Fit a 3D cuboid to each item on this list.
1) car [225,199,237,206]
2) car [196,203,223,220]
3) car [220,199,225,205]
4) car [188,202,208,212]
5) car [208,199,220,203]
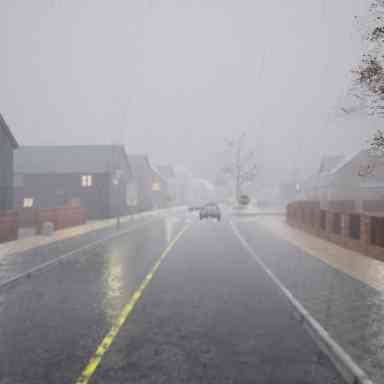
[{"bbox_3d":[9.704,2.417,79.495,1.882,1.535,5.008,0,-1,14],"label":"car"},{"bbox_3d":[1.795,1.976,31.831,1.895,1.301,4.718,0,-1,6],"label":"car"},{"bbox_3d":[6.997,2.372,80.014,1.895,1.301,4.718,0,-1,13],"label":"car"},{"bbox_3d":[0.659,2.093,46.976,2.033,1.411,5.357,0,-1,8],"label":"car"},{"bbox_3d":[3.848,2.366,65.627,1.895,1.301,4.718,0,-1,11],"label":"car"}]
